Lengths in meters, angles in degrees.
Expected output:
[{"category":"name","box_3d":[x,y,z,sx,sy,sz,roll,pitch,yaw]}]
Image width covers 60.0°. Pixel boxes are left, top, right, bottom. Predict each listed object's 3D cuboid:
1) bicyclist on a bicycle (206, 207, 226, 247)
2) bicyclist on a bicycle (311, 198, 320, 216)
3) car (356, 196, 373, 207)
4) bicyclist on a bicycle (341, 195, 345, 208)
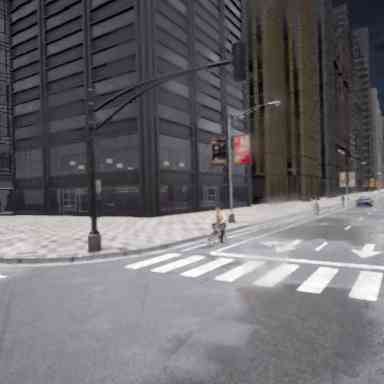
[{"category":"bicyclist on a bicycle","box_3d":[1.065,1.428,13.943,0.866,1.612,1.509,-2,0,33]},{"category":"bicyclist on a bicycle","box_3d":[11.059,1.301,29.622,0.866,1.612,1.509,-2,-1,32]},{"category":"car","box_3d":[23.561,1.245,45.340,2.033,1.411,5.357,-2,-1,32]},{"category":"bicyclist on a bicycle","box_3d":[19.790,1.225,43.593,0.582,1.620,1.656,-2,0,32]}]
